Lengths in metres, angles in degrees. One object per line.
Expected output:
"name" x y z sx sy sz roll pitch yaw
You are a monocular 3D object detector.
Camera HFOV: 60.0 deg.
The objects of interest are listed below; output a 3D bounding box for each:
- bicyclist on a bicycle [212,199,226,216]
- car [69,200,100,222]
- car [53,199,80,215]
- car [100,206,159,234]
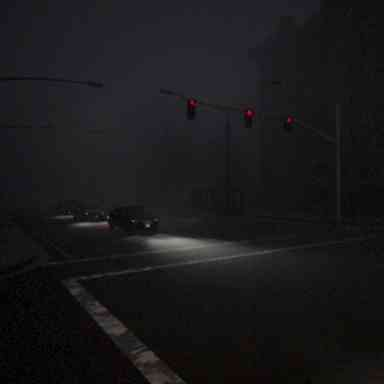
"bicyclist on a bicycle" 2.585 1.443 31.228 1.656 1.620 0.582 0 0 -32
"car" -9.072 1.748 29.185 1.812 1.442 4.674 0 0 -32
"car" -14.501 1.860 37.903 2.033 1.411 5.357 0 0 -32
"car" -3.748 1.626 20.630 2.128 1.511 4.902 0 0 -32
